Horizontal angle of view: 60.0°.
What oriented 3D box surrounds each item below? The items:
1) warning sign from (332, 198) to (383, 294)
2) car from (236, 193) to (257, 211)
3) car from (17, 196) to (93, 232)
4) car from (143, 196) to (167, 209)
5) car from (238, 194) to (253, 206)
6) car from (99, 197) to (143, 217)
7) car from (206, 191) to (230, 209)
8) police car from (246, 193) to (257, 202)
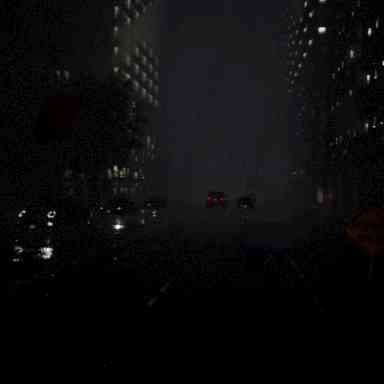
[{"bbox_3d":[3.884,1.108,7.194,1.300,1.860,1.060,2,2,9],"label":"warning sign"},{"bbox_3d":[5.984,1.231,37.208,1.837,1.490,4.892,1,1,9],"label":"car"},{"bbox_3d":[-7.234,1.050,18.001,2.097,1.767,4.553,1,1,9],"label":"car"},{"bbox_3d":[-4.135,1.126,36.713,1.994,1.385,4.181,1,1,10],"label":"car"},{"bbox_3d":[7.733,1.122,47.936,1.882,1.535,5.008,1,1,10],"label":"car"},{"bbox_3d":[-5.783,1.160,26.865,1.812,1.442,4.674,1,1,9],"label":"car"},{"bbox_3d":[2.919,0.884,38.541,2.150,2.045,5.566,1,1,9],"label":"car"},{"bbox_3d":[11.074,0.979,61.889,1.930,1.638,5.238,1,1,9],"label":"police car"}]
